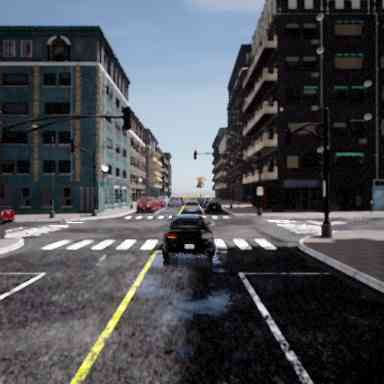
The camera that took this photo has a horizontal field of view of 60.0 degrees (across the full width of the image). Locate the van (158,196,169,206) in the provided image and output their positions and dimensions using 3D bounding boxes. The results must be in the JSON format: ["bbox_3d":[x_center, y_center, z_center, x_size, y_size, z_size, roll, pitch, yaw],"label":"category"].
[{"bbox_3d":[-5.332,1.614,61.639,1.690,1.788,3.998,0,0,0],"label":"van"}]

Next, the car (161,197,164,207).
[{"bbox_3d":[-5.327,1.749,44.982,1.887,1.381,4.507,0,0,0],"label":"car"}]

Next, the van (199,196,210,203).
[{"bbox_3d":[2.551,1.591,56.090,1.690,1.788,3.998,0,0,0],"label":"van"}]

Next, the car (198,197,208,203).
[{"bbox_3d":[2.544,1.890,78.297,2.008,1.369,4.403,0,0,0],"label":"car"}]

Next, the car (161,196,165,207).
[{"bbox_3d":[-5.330,1.795,56.086,1.887,1.381,4.507,0,0,0],"label":"car"}]

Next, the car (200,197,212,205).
[{"bbox_3d":[2.552,1.809,50.536,1.802,1.307,4.206,0,0,0],"label":"car"}]

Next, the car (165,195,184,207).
[{"bbox_3d":[-2.837,1.597,54.752,2.097,1.767,4.553,0,0,0],"label":"car"}]

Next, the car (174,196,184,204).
[{"bbox_3d":[-2.772,1.722,71.119,1.882,1.535,5.008,0,0,0],"label":"car"}]

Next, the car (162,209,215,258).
[{"bbox_3d":[-0.185,1.587,12.943,1.812,1.442,4.674,0,0,-3],"label":"car"}]

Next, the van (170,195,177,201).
[{"bbox_3d":[-5.341,1.744,94.950,1.690,1.788,3.998,0,0,0],"label":"van"}]

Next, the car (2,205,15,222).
[{"bbox_3d":[-16.924,1.767,27.266,4.097,1.590,1.967,-1,0,0],"label":"car"}]

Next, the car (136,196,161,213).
[{"bbox_3d":[-5.326,1.496,39.431,2.192,1.841,5.009,0,0,0],"label":"car"}]

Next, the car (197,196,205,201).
[{"bbox_3d":[2.539,1.947,94.952,1.887,1.381,4.507,0,0,0],"label":"car"}]

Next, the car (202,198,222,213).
[{"bbox_3d":[2.554,1.746,39.433,1.947,1.339,4.313,0,0,0],"label":"car"}]
